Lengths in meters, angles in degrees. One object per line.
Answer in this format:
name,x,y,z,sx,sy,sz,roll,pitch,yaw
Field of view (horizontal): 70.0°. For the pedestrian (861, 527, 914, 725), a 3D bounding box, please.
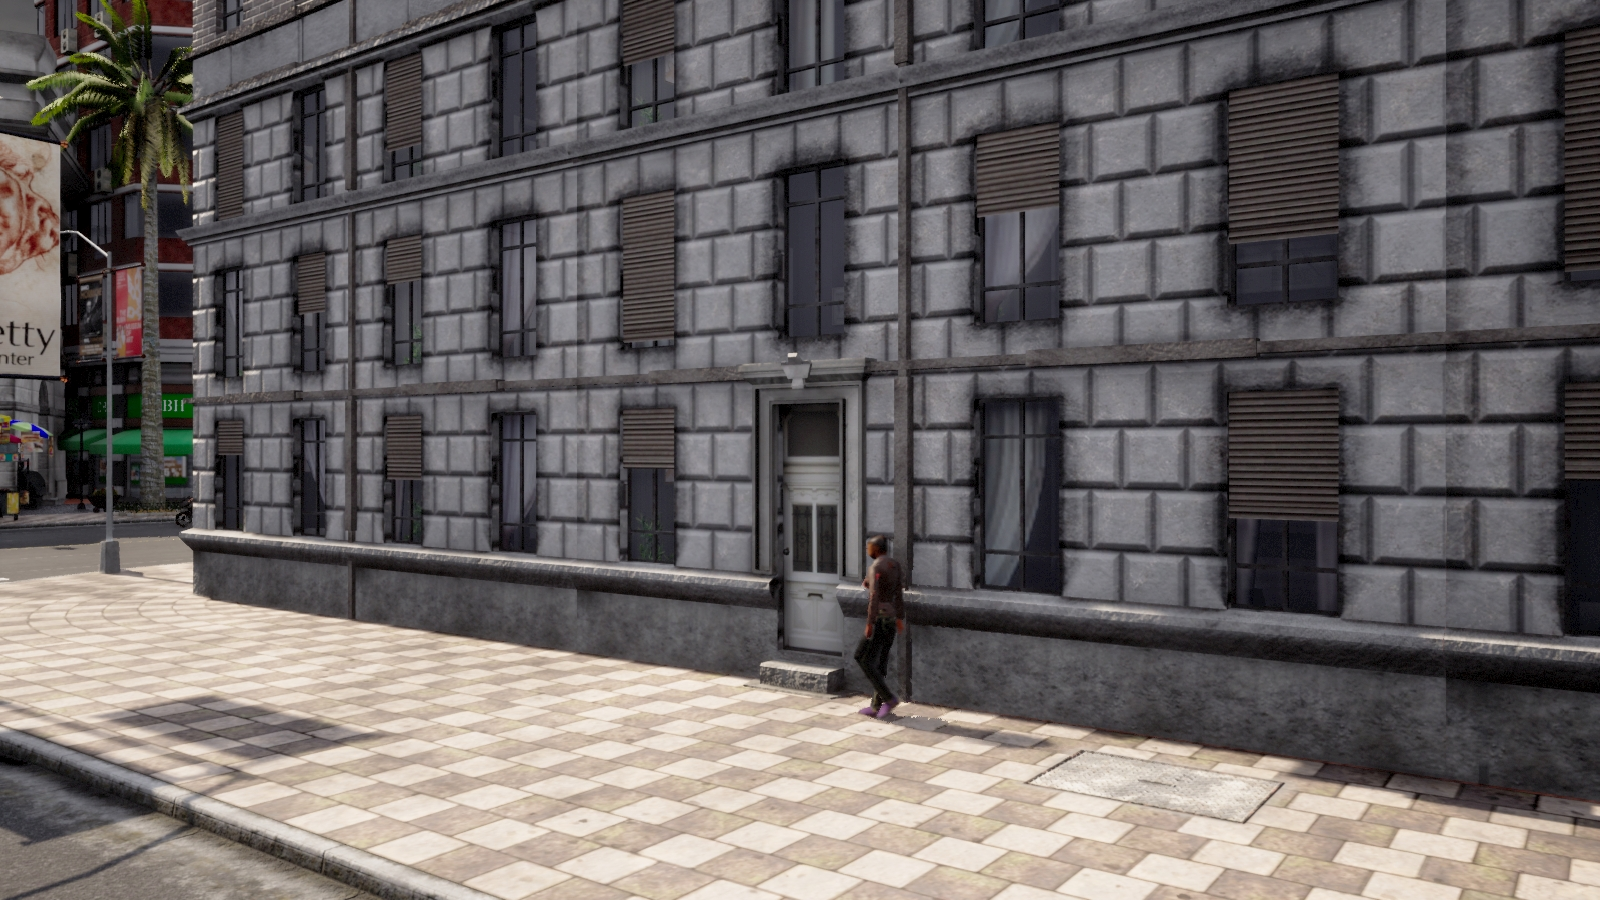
pedestrian,0.860,1.696,11.160,0.375,1.860,0.375,0,0,36
